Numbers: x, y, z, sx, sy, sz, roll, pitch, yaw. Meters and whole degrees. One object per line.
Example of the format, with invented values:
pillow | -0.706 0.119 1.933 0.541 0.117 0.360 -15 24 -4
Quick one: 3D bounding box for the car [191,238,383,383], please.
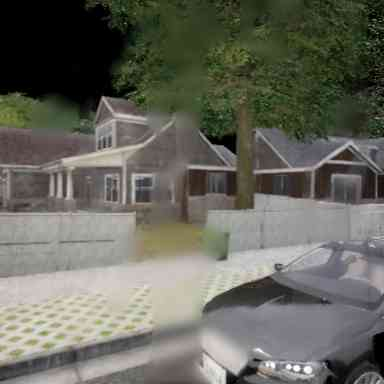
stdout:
car | 2.348 1.437 4.364 4.902 1.511 2.128 0 1 -29
